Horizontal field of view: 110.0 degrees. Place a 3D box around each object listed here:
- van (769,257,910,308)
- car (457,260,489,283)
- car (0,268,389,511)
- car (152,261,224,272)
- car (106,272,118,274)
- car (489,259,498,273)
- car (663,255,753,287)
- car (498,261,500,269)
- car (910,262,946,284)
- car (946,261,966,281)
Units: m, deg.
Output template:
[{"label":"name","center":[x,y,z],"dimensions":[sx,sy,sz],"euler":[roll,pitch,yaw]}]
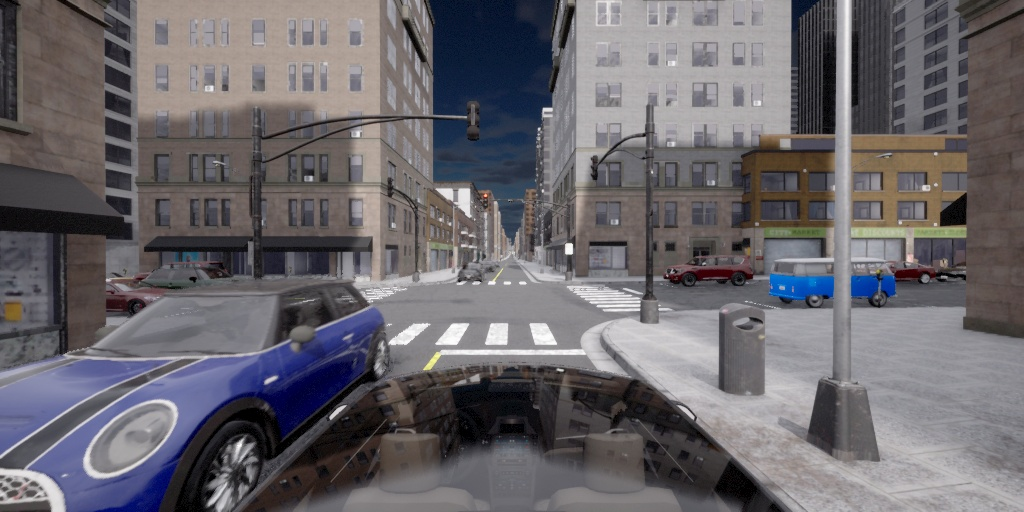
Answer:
[{"label":"van","center":[12.128,0.957,13.647],"dimensions":[3.998,1.789,1.690],"euler":[0,0,0]},{"label":"car","center":[-3.078,1.255,27.856],"dimensions":[1.837,1.490,4.892],"euler":[0,0,0]},{"label":"car","center":[-3.097,1.101,4.068],"dimensions":[2.097,1.767,4.553],"euler":[0,0,0]},{"label":"car","center":[-13.998,1.269,16.243],"dimensions":[4.553,1.767,2.097],"euler":[-1,0,0]},{"label":"car","center":[-26.003,1.551,22.107],"dimensions":[4.829,1.417,1.751],"euler":[0,0,0]},{"label":"car","center":[-3.062,1.271,43.540],"dimensions":[1.837,1.490,4.892],"euler":[0,-1,0]},{"label":"car","center":[12.112,0.872,22.172],"dimensions":[5.009,1.841,2.192],"euler":[0,0,0]},{"label":"car","center":[-3.027,1.278,58.892],"dimensions":[2.128,1.511,4.902],"euler":[0,0,0]},{"label":"car","center":[23.330,0.965,22.191],"dimensions":[4.507,1.381,1.888],"euler":[0,0,0]},{"label":"car","center":[28.940,0.916,22.201],"dimensions":[4.313,1.339,1.948],"euler":[0,0,0]}]
